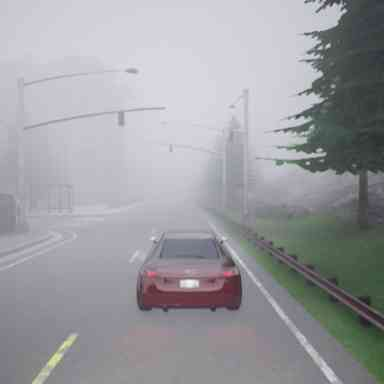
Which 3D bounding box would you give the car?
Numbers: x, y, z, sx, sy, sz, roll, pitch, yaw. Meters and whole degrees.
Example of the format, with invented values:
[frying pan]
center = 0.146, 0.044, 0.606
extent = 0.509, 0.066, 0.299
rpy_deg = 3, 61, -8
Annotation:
[car]
center = -0.076, 1.536, 7.722
extent = 1.994, 1.385, 4.181
rpy_deg = 0, 0, -1
